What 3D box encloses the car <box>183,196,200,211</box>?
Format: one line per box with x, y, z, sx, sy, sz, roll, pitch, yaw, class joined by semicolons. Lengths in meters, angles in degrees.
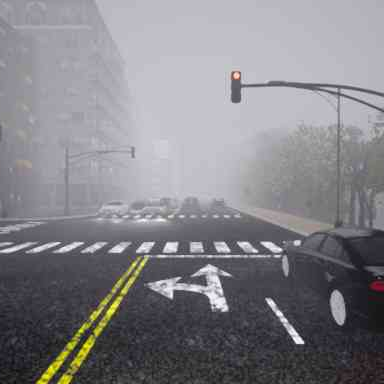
-0.062;1.344;40.759;2.097;1.767;4.553;0;0;0;car

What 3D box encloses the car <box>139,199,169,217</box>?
-3.477;1.600;31.299;1.895;1.301;4.718;0;0;0;car

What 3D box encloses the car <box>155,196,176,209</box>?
-3.530;1.498;45.340;1.837;1.490;4.892;0;0;0;car

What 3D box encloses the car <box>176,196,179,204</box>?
-3.549;1.564;65.315;1.994;1.385;4.181;0;0;1;car

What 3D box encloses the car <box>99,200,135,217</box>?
-7.134;1.524;31.179;1.812;1.442;4.674;0;0;6;car

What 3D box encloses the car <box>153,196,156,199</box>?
-6.813;1.523;61.395;1.812;1.442;4.674;0;0;0;car

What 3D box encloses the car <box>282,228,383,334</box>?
3.326;1.475;6.892;1.882;1.535;5.008;0;0;0;car

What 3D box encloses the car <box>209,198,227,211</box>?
3.186;1.484;41.330;2.128;1.511;4.902;0;0;0;car

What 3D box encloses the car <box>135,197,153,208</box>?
-6.779;1.594;44.942;1.895;1.301;4.718;0;0;0;car
